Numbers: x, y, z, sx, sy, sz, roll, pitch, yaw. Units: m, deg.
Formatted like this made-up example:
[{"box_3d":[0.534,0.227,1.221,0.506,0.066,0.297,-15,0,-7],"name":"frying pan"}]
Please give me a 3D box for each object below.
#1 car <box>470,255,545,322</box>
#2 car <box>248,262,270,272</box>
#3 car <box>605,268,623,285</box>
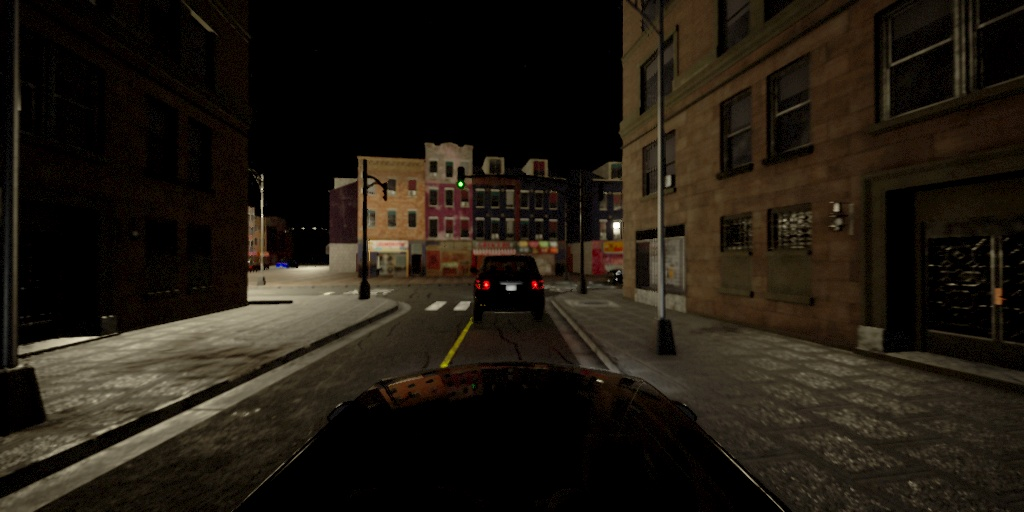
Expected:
[{"box_3d":[-0.264,0.985,12.628,2.150,2.045,5.566,0,0,-5],"name":"car"},{"box_3d":[-34.938,1.512,48.738,1.895,1.301,4.718,0,0,-10],"name":"car"},{"box_3d":[8.884,1.119,25.170,4.553,1.767,2.097,0,0,-10],"name":"car"}]
